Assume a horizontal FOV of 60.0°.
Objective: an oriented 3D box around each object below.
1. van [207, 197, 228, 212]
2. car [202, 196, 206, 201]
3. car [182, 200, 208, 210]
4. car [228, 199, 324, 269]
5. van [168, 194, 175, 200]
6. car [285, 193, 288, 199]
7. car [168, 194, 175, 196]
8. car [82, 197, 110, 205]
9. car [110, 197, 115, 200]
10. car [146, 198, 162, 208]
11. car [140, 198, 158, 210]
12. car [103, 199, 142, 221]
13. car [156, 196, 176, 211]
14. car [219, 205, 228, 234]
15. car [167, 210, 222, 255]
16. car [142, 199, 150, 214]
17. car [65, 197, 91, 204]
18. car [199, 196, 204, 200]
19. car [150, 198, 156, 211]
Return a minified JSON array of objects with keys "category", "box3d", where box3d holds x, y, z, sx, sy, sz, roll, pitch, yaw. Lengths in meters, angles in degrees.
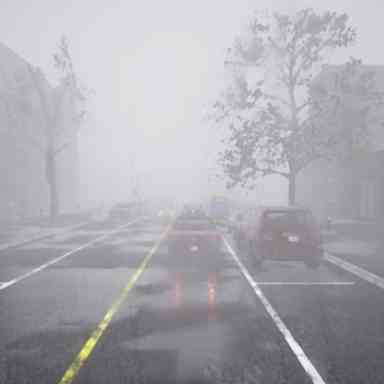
[{"category":"van","box3d":[2.688,1.366,33.329,1.690,1.788,3.998,-1,0,0]},{"category":"car","box3d":[2.691,1.598,44.417,1.947,1.339,4.313,-1,0,0]},{"category":"car","box3d":[0.085,1.622,28.414,1.895,1.301,4.718,0,0,0]},{"category":"car","box3d":[2.686,1.324,11.152,2.192,1.841,5.009,-1,0,0]},{"category":"van","box3d":[-5.687,1.407,93.573,1.690,1.788,3.998,0,0,0]},{"category":"car","box3d":[19.941,1.139,62.574,5.009,1.841,2.192,-1,1,-1]},{"category":"car","box3d":[-5.686,1.640,82.480,1.802,1.307,4.206,0,0,0]},{"category":"car","box3d":[-18.074,1.720,61.932,4.097,1.590,1.967,-1,1,-1]},{"category":"car","box3d":[-18.191,1.779,70.281,4.313,1.339,1.947,-1,1,-1]},{"category":"car","box3d":[-5.689,1.581,49.961,1.887,1.381,4.507,0,0,0]},{"category":"car","box3d":[-5.691,1.558,44.247,1.752,1.417,4.829,0,0,0]},{"category":"car","box3d":[-5.691,1.566,27.785,1.887,1.381,4.507,0,0,0]},{"category":"car","box3d":[-3.087,1.556,41.379,1.812,1.442,4.674,0,0,0]},{"category":"car","box3d":[2.688,1.563,16.696,2.008,1.369,4.403,-1,0,0]},{"category":"car","box3d":[0.084,1.611,13.368,1.895,1.301,4.718,0,0,0]},{"category":"car","box3d":[-5.691,1.570,33.329,1.887,1.381,4.507,0,0,0]},{"category":"car","box3d":[-24.015,1.808,70.176,4.829,1.417,1.752,-1,1,-1]},{"category":"car","box3d":[2.693,1.584,82.650,1.752,1.417,4.829,-1,0,0]},{"category":"car","box3d":[-5.690,1.574,38.873,1.887,1.381,4.507,0,0,0]}]
